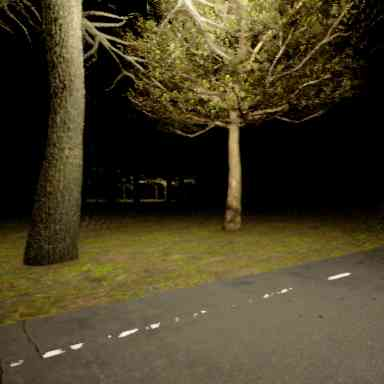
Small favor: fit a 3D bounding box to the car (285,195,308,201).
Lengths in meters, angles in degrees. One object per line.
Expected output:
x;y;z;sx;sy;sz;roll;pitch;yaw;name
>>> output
23.721;1.447;75.505;2.033;1.411;5.357;1;-2;-36;car
